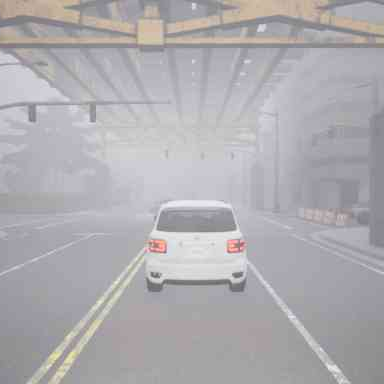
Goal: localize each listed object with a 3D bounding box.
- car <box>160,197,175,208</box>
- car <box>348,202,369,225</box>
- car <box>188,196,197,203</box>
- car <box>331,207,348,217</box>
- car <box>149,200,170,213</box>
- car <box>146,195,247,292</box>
[{"bbox_3d":[-3.556,1.525,48.983,1.812,1.442,4.674,0,0,0],"label":"car"},{"bbox_3d":[13.277,1.453,22.120,4.974,1.542,2.038,0,0,-20],"label":"car"},{"bbox_3d":[0.147,1.525,68.196,1.812,1.442,4.674,0,0,0],"label":"car"},{"bbox_3d":[13.653,1.295,26.257,4.536,1.218,1.853,0,0,25],"label":"car"},{"bbox_3d":[-3.571,1.601,37.643,1.895,1.301,4.718,0,0,0],"label":"car"},{"bbox_3d":[0.085,1.221,9.075,2.150,2.045,5.566,0,0,0],"label":"car"}]
